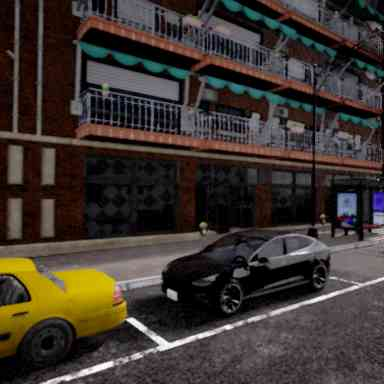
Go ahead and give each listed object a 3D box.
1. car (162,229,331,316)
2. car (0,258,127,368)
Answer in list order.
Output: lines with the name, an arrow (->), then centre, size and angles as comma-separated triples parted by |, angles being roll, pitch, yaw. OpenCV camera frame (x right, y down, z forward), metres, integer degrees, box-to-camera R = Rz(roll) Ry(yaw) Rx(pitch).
car -> 1.408, 1.568, 7.545 | 4.313, 1.339, 1.947 | 0, 1, -35
car -> -3.269, 1.525, 4.215 | 4.829, 1.417, 1.752 | 0, 1, -35
